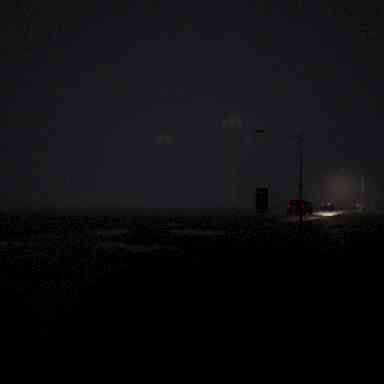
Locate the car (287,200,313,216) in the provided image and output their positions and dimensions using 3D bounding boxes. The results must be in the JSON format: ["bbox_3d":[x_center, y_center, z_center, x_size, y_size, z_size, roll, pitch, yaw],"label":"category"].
[{"bbox_3d":[14.164,2.070,43.498,2.150,2.045,5.566,0,-1,33],"label":"car"}]

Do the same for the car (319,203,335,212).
[{"bbox_3d":[23.602,2.639,58.009,2.128,1.511,4.902,0,-2,33],"label":"car"}]
